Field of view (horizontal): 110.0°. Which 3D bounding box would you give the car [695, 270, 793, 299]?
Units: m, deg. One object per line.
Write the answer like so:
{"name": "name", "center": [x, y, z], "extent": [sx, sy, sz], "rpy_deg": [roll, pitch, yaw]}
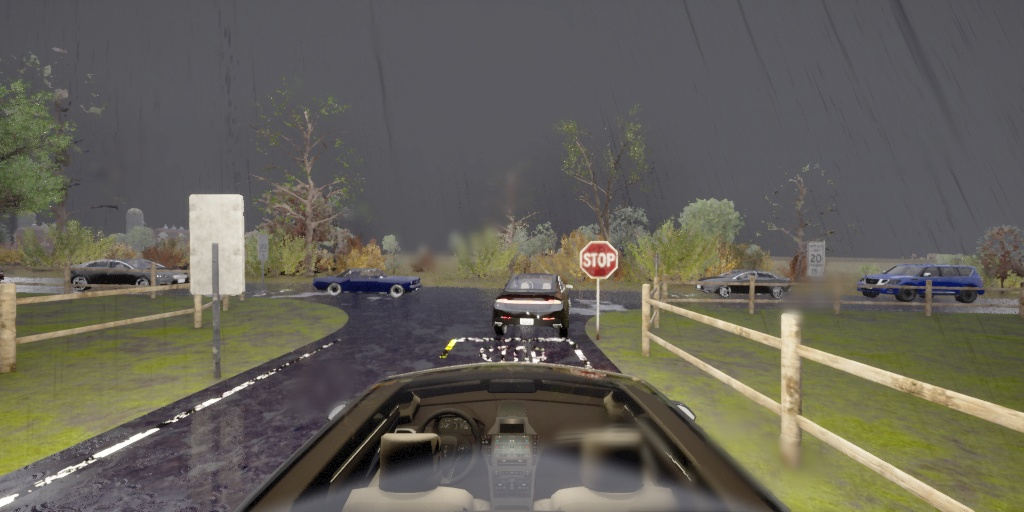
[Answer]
{"name": "car", "center": [13.020, 1.525, 20.271], "extent": [4.902, 1.511, 2.128], "rpy_deg": [1, 1, 0]}

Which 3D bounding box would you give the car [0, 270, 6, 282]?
{"name": "car", "center": [-27.827, 0.716, 17.404], "extent": [4.674, 1.442, 1.812], "rpy_deg": [1, 1, 0]}

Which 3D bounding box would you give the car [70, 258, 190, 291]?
{"name": "car", "center": [-18.477, 0.885, 17.389], "extent": [4.902, 1.511, 2.128], "rpy_deg": [1, 1, 0]}

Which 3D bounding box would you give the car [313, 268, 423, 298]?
{"name": "car", "center": [-6.809, 1.248, 17.361], "extent": [4.718, 1.301, 1.895], "rpy_deg": [1, 1, 0]}

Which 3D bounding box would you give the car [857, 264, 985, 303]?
{"name": "car", "center": [22.970, 1.468, 20.251], "extent": [5.566, 2.045, 2.150], "rpy_deg": [1, 1, 0]}

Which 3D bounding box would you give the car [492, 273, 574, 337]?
{"name": "car", "center": [0.714, 1.239, 10.323], "extent": [2.128, 1.511, 4.902], "rpy_deg": [0, 0, 9]}
